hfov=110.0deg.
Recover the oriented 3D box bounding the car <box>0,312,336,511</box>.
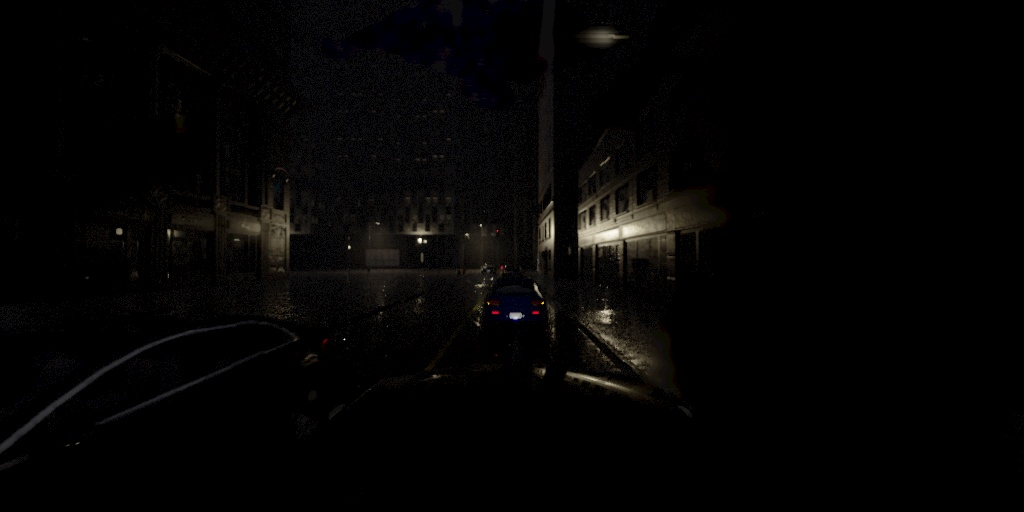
[{"bbox_3d":[-3.100,1.250,2.511,2.128,1.511,4.902,0,-1,0],"label":"car"}]

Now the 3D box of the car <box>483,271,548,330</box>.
[{"bbox_3d":[0.086,1.381,11.511,1.812,1.442,4.674,0,0,0],"label":"car"}]

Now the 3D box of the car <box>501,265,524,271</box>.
[{"bbox_3d":[0.059,1.571,32.131,2.128,1.511,4.902,0,0,0],"label":"car"}]

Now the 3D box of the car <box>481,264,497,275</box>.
[{"bbox_3d":[-3.062,1.775,48.345,2.128,1.511,4.902,0,-1,0],"label":"car"}]
